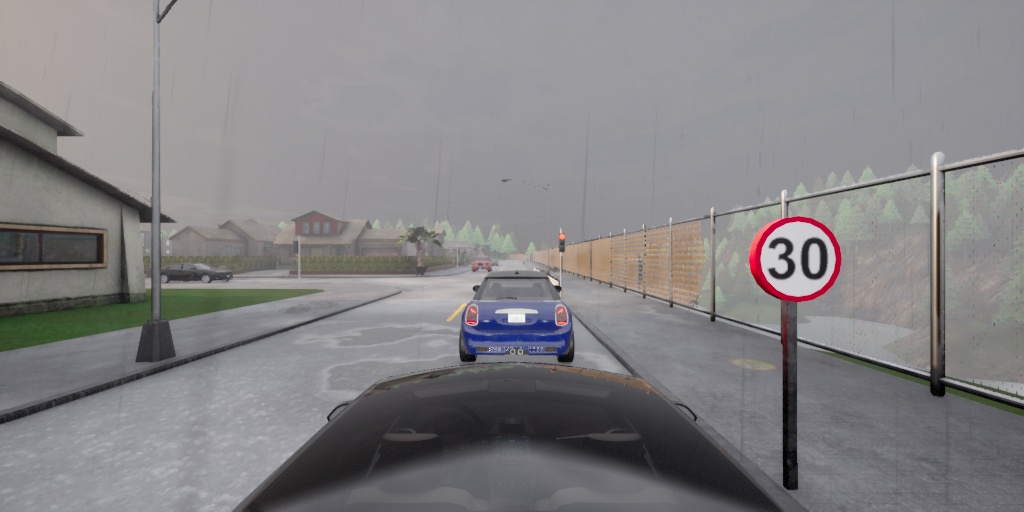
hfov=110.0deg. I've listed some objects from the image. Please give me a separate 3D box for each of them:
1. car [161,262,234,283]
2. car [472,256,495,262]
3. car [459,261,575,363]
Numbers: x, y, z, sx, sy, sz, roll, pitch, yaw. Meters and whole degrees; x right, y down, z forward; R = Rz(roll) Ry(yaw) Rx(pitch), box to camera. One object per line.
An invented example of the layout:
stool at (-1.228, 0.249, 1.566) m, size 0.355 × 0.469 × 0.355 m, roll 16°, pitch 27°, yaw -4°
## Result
car at (-23.612, 1.228, 26.708) m, size 5.008 × 1.535 × 1.882 m, roll 0°, pitch 0°, yaw 1°
car at (-3.708, 0.970, 44.907) m, size 2.150 × 2.045 × 5.566 m, roll 0°, pitch 0°, yaw 1°
car at (0.117, 1.102, 8.357) m, size 2.097 × 1.767 × 4.553 m, roll 0°, pitch 0°, yaw 1°
